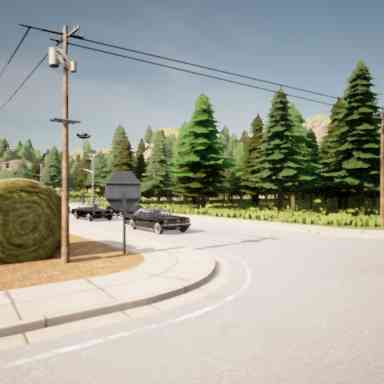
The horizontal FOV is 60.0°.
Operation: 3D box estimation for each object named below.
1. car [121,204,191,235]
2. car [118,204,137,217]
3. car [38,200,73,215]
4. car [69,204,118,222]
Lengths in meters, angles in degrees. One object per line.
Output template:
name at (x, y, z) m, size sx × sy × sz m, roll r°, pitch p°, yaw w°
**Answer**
car at (-2.109, 1.631, 19.539) m, size 1.895 × 1.301 × 4.718 m, roll 0°, pitch 0°, yaw -38°
car at (-6.447, 1.520, 31.036) m, size 2.128 × 1.511 × 4.902 m, roll 0°, pitch 0°, yaw -38°
car at (-14.685, 1.578, 35.519) m, size 2.033 × 1.411 × 5.357 m, roll 0°, pitch 0°, yaw -39°
car at (-8.178, 1.631, 27.248) m, size 1.895 × 1.301 × 4.718 m, roll 0°, pitch 0°, yaw -38°
